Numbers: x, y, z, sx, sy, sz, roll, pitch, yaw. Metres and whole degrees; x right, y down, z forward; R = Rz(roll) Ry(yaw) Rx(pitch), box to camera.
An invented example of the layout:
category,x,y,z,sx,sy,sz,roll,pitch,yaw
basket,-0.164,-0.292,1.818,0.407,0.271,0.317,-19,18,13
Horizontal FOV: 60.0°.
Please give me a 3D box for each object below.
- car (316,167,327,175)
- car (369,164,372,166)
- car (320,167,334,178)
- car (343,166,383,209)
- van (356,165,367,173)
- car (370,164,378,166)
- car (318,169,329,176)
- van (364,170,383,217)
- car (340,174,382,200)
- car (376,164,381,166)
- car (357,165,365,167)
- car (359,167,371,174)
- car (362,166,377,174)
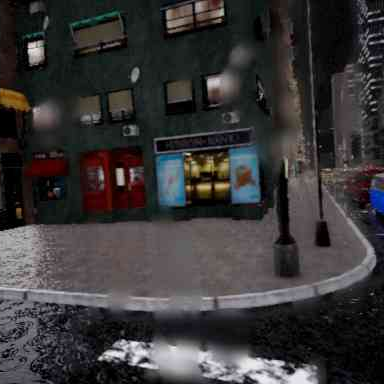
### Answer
category,x,y,z,sx,sy,sz,roll,pitch,yaw
car,33.133,-5.368,85.136,2.192,1.841,5.009,-3,3,19
car,33.766,-4.214,61.527,2.192,1.841,5.009,-3,3,19
car,24.065,-3.283,59.112,1.967,1.590,4.097,-3,3,19
car,9.537,-0.246,17.456,2.192,1.841,5.009,-3,3,19
van,39.213,-5.364,77.148,1.690,1.788,3.998,-3,3,19
car,31.968,-3.555,56.335,1.802,1.307,4.206,-3,3,19
car,29.518,-4.336,74.738,1.947,1.339,4.313,-3,3,19
van,7.724,0.178,12.251,1.690,1.788,3.998,-3,3,19
car,11.367,-0.414,22.675,1.887,1.381,4.507,-3,3,19
car,30.150,-3.198,51.127,1.887,1.381,4.507,-3,3,19
car,21.774,-2.443,44.412,1.994,1.385,4.181,-3,3,19
car,37.413,-4.733,71.954,1.802,1.307,4.206,-3,3,19
car,35.596,-4.372,66.746,2.008,1.369,4.403,-3,3,19
